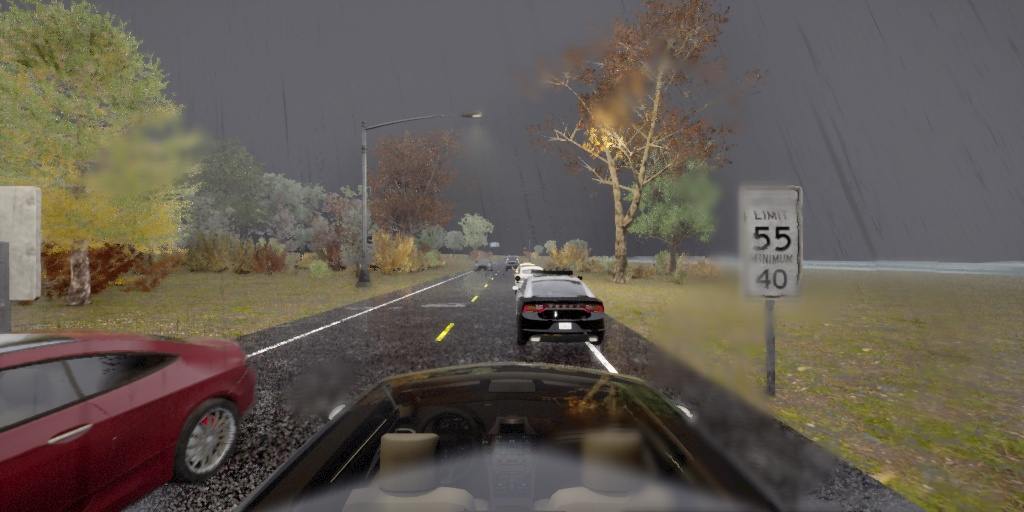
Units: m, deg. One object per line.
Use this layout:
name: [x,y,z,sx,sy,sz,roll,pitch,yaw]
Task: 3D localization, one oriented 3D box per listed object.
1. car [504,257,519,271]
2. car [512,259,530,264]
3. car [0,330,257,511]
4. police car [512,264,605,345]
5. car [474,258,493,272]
car: [0.096,1.247,48.799,1.837,1.490,4.892,0,0,1]
car: [1.068,1.204,25.720,1.801,1.575,5.366,0,0,0]
car: [-3.601,1.275,1.950,1.812,1.442,4.674,0,0,0]
police car: [1.048,1.175,9.646,1.930,1.638,5.238,0,0,0]
car: [-3.539,1.096,45.302,2.097,1.767,4.553,0,0,0]
